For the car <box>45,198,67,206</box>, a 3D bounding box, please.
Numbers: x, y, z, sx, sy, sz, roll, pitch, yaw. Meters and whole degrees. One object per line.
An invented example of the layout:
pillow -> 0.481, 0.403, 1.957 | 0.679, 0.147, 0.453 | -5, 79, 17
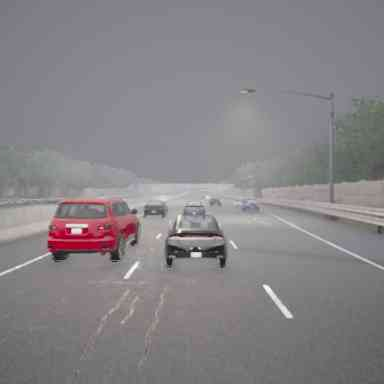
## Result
car -> -24.117, 1.736, 59.163 | 1.895, 1.301, 4.718 | 0, 0, 1

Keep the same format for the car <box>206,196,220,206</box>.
car -> 3.879, 1.636, 57.401 | 1.837, 1.490, 4.892 | 0, 0, 1

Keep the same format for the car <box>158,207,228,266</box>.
car -> 0.125, 1.505, 11.509 | 2.128, 1.511, 4.902 | 0, 0, 0

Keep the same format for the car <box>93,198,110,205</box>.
car -> -17.056, 1.753, 63.026 | 1.895, 1.301, 4.718 | 0, 0, 1

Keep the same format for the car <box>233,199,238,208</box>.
car -> 7.296, 1.705, 50.227 | 1.895, 1.301, 4.718 | 0, 0, 1

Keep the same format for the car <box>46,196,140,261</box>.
car -> -3.373, 1.236, 12.438 | 2.150, 2.045, 5.566 | 0, 0, 0

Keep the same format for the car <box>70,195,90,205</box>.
car -> -20.586, 1.497, 61.433 | 2.097, 1.767, 4.553 | 0, 0, 1

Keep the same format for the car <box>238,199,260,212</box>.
car -> 7.052, 1.597, 40.524 | 1.812, 1.442, 4.674 | 0, 0, 2

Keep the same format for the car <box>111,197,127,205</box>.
car -> -13.583, 1.710, 61.799 | 1.994, 1.385, 4.181 | 0, 0, 1

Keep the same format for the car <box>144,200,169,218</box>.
car -> -3.277, 1.523, 30.950 | 1.882, 1.535, 5.008 | 0, 0, 0

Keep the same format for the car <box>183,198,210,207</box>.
car -> 0.213, 1.534, 29.390 | 2.128, 1.511, 4.902 | 0, 0, 0

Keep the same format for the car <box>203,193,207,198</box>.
car -> 4.379, 1.773, 89.351 | 1.812, 1.442, 4.674 | 0, 0, 1
